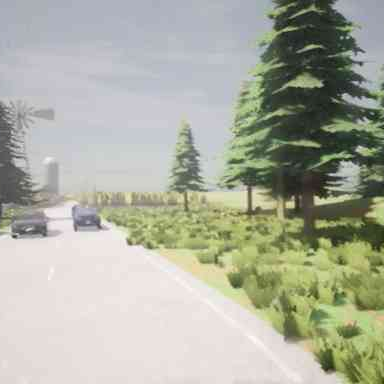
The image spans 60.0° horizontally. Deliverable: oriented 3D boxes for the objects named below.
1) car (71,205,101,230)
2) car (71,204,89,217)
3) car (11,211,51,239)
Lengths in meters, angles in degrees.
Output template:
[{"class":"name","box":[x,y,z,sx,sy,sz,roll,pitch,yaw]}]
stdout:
[{"class":"car","box":[-7.797,1.941,24.567,1.812,1.442,4.674,-2,0,-20]},{"class":"car","box":[-14.073,2.280,41.636,2.033,1.411,5.357,-2,0,-20]},{"class":"car","box":[-10.007,1.974,20.933,1.837,1.490,4.892,-2,-1,-20]}]
